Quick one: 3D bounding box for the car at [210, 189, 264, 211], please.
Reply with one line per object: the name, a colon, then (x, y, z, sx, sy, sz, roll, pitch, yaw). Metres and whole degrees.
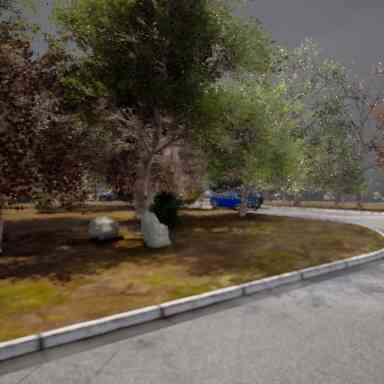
car: (3.645, 0.759, 28.577, 1.882, 1.535, 5.008, 0, 1, -36)

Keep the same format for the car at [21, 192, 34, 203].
car: (-17.233, 0.526, 34.881, 4.892, 1.490, 1.837, 0, 0, -36)

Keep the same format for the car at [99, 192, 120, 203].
car: (-9.191, 0.423, 41.377, 4.553, 1.767, 2.097, 0, 0, 7)

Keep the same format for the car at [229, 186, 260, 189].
car: (4.533, 0.464, 33.082, 2.150, 2.045, 5.566, 0, 1, -38)
